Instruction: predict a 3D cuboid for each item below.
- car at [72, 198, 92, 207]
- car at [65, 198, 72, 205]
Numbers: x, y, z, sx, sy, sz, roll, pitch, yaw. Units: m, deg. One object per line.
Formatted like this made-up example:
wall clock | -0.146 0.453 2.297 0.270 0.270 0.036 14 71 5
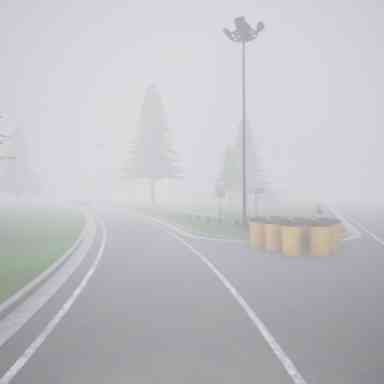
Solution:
car | -17.293 1.676 52.798 1.895 1.301 4.718 0 0 -29
car | -22.185 1.700 61.494 1.895 1.301 4.718 0 0 -29
